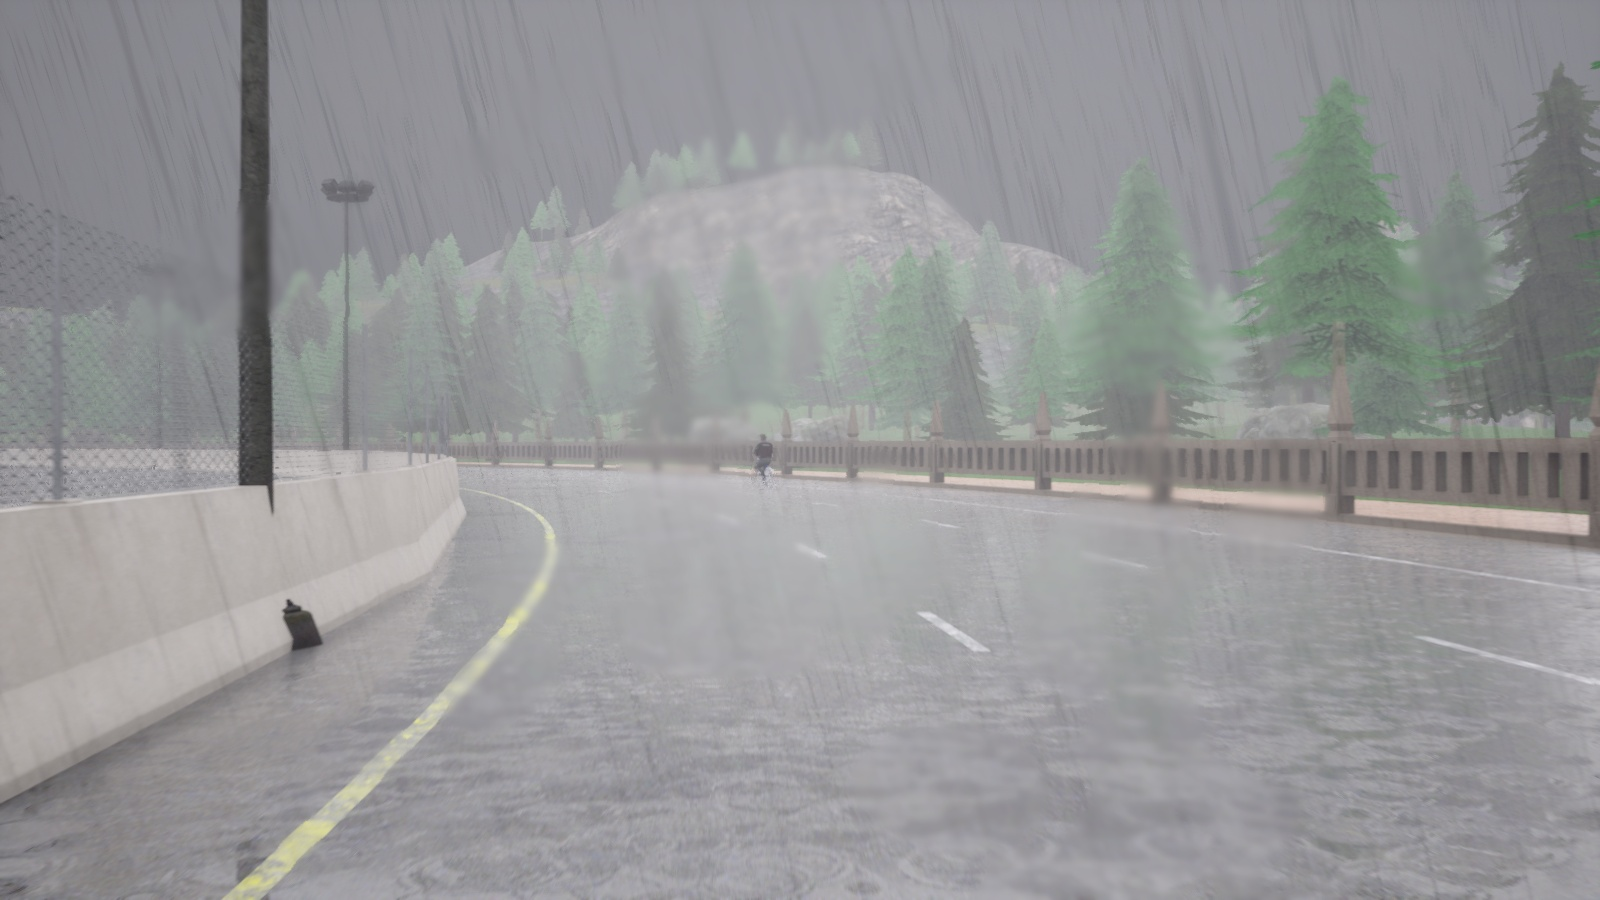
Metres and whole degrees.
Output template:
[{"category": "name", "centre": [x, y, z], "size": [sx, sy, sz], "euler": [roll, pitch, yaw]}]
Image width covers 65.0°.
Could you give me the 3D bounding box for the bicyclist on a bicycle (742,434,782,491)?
[{"category": "bicyclist on a bicycle", "centre": [-1.239, 0.388, 40.453], "size": [0.659, 1.776, 1.843], "euler": [-1, 1, -22]}]
